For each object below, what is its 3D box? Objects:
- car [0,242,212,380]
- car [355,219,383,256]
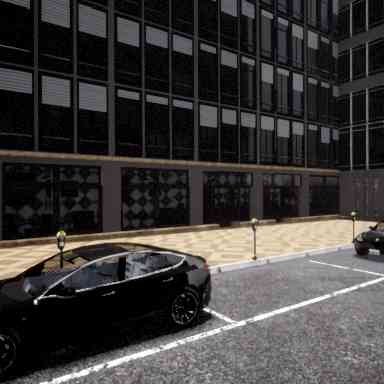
[{"bbox_3d":[-1.632,1.566,5.395,4.313,1.339,1.947,0,0,-35],"label":"car"},{"bbox_3d":[7.657,1.564,11.993,4.313,1.339,1.947,0,0,-35],"label":"car"}]
